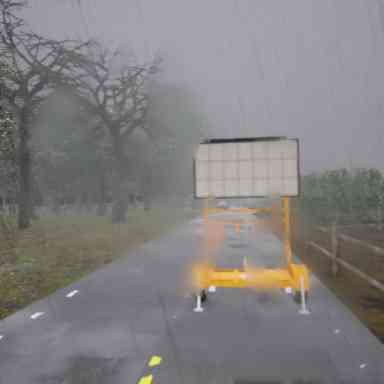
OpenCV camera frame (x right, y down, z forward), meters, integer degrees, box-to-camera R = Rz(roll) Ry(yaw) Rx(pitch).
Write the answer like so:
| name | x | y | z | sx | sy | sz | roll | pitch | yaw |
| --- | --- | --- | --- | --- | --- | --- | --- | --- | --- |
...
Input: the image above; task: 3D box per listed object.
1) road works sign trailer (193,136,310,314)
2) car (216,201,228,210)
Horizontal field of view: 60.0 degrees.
| name | x | y | z | sx | sy | sz | roll | pitch | yaw |
| --- | --- | --- | --- | --- | --- | --- | --- | --- | --- |
| road works sign trailer | 1.271 | 0.541 | 7.811 | 2.380 | 3.560 | 2.880 | -1 | -1 | 7 |
| car | 5.285 | 2.419 | 59.089 | 1.882 | 1.535 | 5.008 | -1 | -1 | 8 |
